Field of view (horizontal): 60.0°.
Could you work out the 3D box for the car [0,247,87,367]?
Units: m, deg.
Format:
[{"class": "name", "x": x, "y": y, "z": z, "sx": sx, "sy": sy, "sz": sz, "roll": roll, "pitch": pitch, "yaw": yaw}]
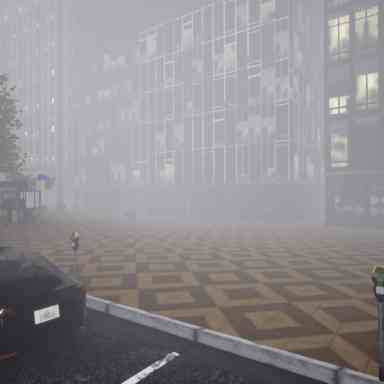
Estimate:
[{"class": "car", "x": -3.507, "y": 1.566, "z": 5.371, "sx": 4.313, "sy": 1.339, "sz": 1.947, "roll": 0, "pitch": 0, "yaw": 35}]
